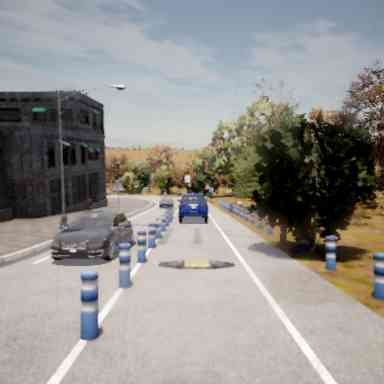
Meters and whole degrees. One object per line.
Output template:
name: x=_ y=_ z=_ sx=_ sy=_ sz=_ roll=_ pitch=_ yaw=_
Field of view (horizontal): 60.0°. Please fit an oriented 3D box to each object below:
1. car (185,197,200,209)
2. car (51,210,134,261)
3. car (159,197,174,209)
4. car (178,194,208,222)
car: x=0.029 y=1.385 z=43.783 sx=1.837 sy=1.490 sz=4.892 roll=0 pitch=0 yaw=-1
car: x=-3.419 y=1.474 z=12.222 sx=1.837 sy=1.490 sz=4.892 roll=0 pitch=0 yaw=2
car: x=-3.386 y=1.425 z=44.667 sx=2.033 sy=1.411 sz=5.357 roll=0 pitch=0 yaw=-1
car: x=0.096 y=1.155 z=25.894 sx=2.150 sy=2.045 sz=5.566 roll=0 pitch=0 yaw=0
